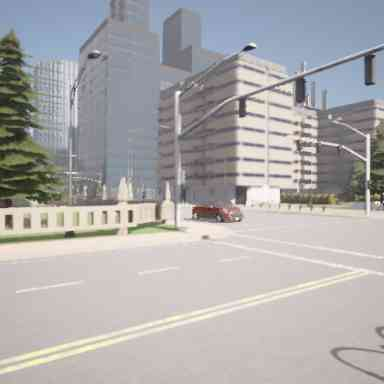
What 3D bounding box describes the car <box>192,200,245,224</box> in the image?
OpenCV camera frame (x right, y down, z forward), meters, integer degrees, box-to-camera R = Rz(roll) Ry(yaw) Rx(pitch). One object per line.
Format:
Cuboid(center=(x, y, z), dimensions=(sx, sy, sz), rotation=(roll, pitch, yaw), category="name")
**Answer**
Cuboid(center=(1.990, 1.397, 26.017), dimensions=(2.097, 1.767, 4.553), rotation=(0, -1, -35), category="car")
